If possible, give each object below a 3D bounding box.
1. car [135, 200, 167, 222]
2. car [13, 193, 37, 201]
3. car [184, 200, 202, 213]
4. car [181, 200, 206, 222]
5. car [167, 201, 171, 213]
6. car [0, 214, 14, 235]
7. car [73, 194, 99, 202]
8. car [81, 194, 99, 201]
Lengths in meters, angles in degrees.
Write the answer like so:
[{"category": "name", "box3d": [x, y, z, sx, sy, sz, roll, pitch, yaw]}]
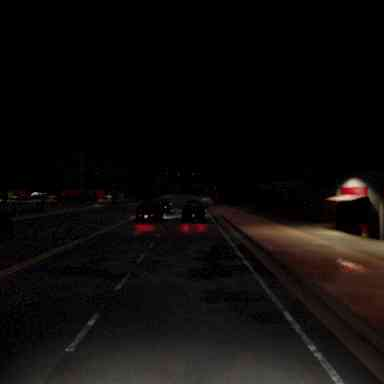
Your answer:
[{"category": "car", "box3d": [-3.411, 1.574, 27.170, 1.837, 1.490, 4.892, 0, 0, 0]}, {"category": "car", "box3d": [-42.348, 1.607, 84.224, 3.806, 1.475, 1.970, 0, 0, 0]}, {"category": "car", "box3d": [0.107, 1.647, 39.146, 2.033, 1.411, 5.357, 0, 0, 0]}, {"category": "car", "box3d": [0.108, 1.561, 27.040, 2.128, 1.511, 4.902, 0, 0, 0]}, {"category": "car", "box3d": [-3.421, 1.644, 37.919, 2.033, 1.411, 5.357, 0, 0, 0]}, {"category": "car", "box3d": [-10.562, 1.606, 16.205, 1.994, 1.385, 4.181, 0, 0, 0]}, {"category": "car", "box3d": [-24.941, 1.352, 78.607, 4.605, 1.855, 1.932, 0, 0, 0]}, {"category": "car", "box3d": [-24.884, 1.362, 81.501, 3.866, 1.878, 1.905, 0, 0, 0]}]
